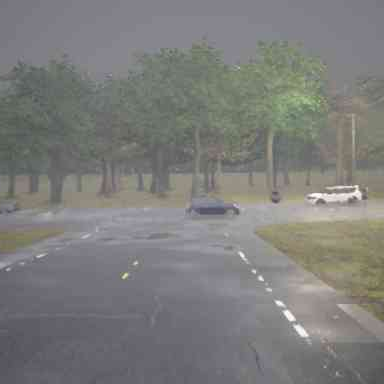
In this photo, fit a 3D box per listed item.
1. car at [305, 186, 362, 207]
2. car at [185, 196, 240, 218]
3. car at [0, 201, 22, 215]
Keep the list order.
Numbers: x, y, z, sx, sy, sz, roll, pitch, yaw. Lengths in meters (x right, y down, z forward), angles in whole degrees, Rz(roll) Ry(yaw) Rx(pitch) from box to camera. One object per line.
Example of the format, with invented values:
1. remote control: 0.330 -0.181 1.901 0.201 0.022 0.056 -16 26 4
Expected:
1. car: 14.828 0.467 34.883 5.566 2.045 2.150 -3 3 0
2. car: 1.715 1.142 27.871 4.553 1.767 2.097 -1 2 0
3. car: -20.750 1.657 34.678 5.357 1.411 2.033 -1 3 0
